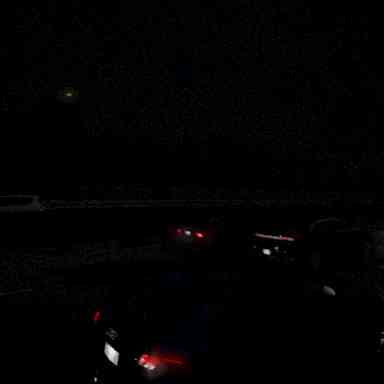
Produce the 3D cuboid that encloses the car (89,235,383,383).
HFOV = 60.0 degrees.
[{"bbox_3d":[0.831,1.569,4.461,4.181,1.385,1.994,0,0,-35],"label":"car"}]

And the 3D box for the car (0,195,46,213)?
[{"bbox_3d":[-12.284,1.224,21.024,5.566,2.045,2.150,0,0,-35],"label":"car"}]

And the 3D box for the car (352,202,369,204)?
[{"bbox_3d":[23.608,2.039,46.580,4.181,1.385,1.994,2,-1,-35],"label":"car"}]

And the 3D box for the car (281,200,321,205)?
[{"bbox_3d":[11.626,1.698,33.768,4.892,1.490,1.837,1,0,-35],"label":"car"}]

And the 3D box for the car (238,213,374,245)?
[{"bbox_3d":[4.126,1.518,10.987,4.902,1.511,2.128,0,0,-35],"label":"car"}]

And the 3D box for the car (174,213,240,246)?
[{"bbox_3d":[1.903,1.572,13.693,5.357,1.411,2.033,0,0,-35],"label":"car"}]

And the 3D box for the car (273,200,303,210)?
[{"bbox_3d":[14.046,1.914,48.371,4.181,1.385,1.994,1,-1,-35],"label":"car"}]

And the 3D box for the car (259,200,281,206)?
[{"bbox_3d":[10.196,1.762,41.346,4.674,1.442,1.812,1,-1,-35],"label":"car"}]

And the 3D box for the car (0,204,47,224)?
[{"bbox_3d":[-13.430,1.606,24.505,4.718,1.301,1.895,0,0,-35],"label":"car"}]
